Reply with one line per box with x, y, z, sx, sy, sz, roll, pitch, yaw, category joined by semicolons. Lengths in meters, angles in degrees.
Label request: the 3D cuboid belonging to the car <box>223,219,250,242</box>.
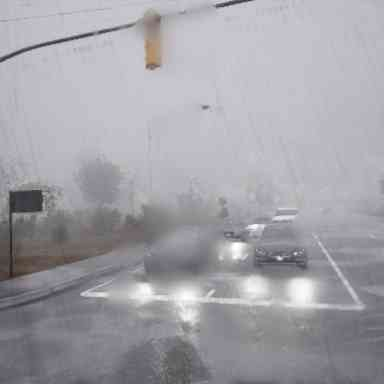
2.868;2.575;22.782;1.994;1.385;4.181;-3;-3;17;car

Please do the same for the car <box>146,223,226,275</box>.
-0.165;2.171;12.953;1.812;1.442;4.674;-3;-3;17;car

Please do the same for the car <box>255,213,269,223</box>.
9.414;3.393;43.790;1.895;1.301;4.718;-3;-3;18;car

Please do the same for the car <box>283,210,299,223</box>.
12.923;3.172;43.297;1.812;1.442;4.674;-3;-3;18;car

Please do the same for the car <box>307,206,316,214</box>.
28.533;4.182;79.326;2.097;1.767;4.553;-3;-3;20;car

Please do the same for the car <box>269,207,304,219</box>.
7.783;2.261;26.925;2.150;2.045;5.566;-3;-3;17;car

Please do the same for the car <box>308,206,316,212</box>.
32.033;4.580;88.654;1.994;1.385;4.181;-3;-3;21;car

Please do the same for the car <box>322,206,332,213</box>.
31.707;4.145;77.807;1.837;1.490;4.892;-3;-3;20;car

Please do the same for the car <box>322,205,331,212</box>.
35.289;4.348;87.389;2.128;1.511;4.902;-3;-3;21;car

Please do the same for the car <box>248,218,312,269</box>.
3.603;2.037;13.316;1.837;1.490;4.892;-3;-3;17;car
